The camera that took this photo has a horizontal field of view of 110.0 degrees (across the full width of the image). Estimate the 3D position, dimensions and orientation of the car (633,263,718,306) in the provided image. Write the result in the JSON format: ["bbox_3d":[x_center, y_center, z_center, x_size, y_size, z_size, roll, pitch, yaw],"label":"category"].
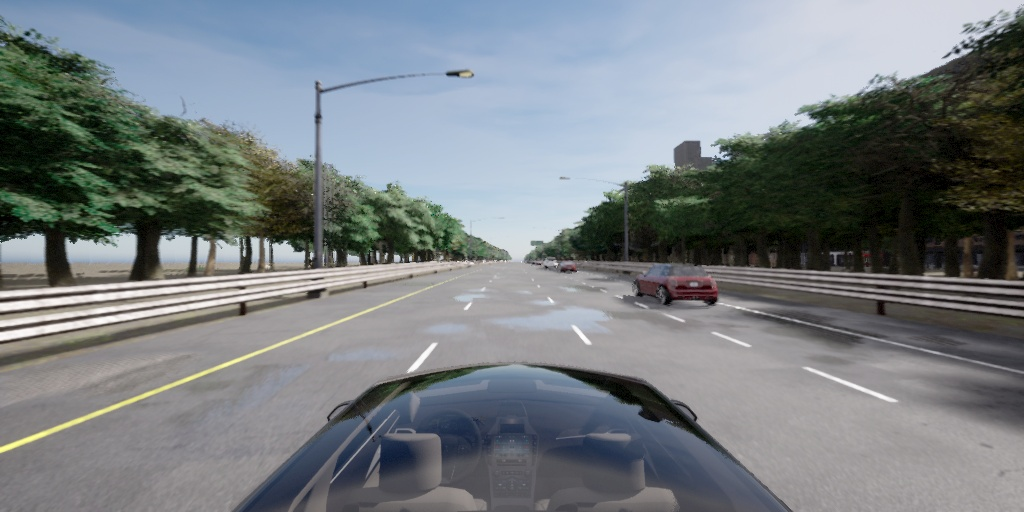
[{"bbox_3d":[7.008,1.104,15.931,2.097,1.767,4.553,0,0,0],"label":"car"}]

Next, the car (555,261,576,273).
[{"bbox_3d":[7.099,1.399,46.338,1.812,1.442,4.674,0,0,0],"label":"car"}]
